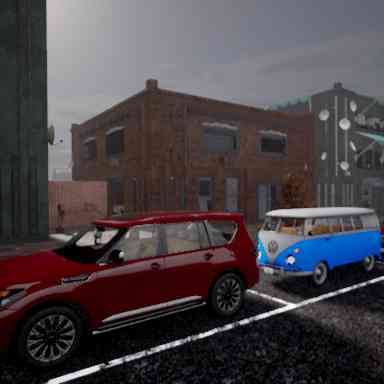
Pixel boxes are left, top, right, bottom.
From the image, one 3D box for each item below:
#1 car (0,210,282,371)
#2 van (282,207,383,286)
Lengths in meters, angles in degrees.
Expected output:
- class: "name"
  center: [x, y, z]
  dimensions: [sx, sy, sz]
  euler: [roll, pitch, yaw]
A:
- class: "car"
  center: [-0.996, 1.313, 5.855]
  dimensions: [5.009, 1.841, 2.192]
  euler: [0, 0, -36]
- class: "van"
  center: [3.518, 1.333, 9.080]
  dimensions: [3.998, 1.788, 1.690]
  euler: [0, 0, -36]
